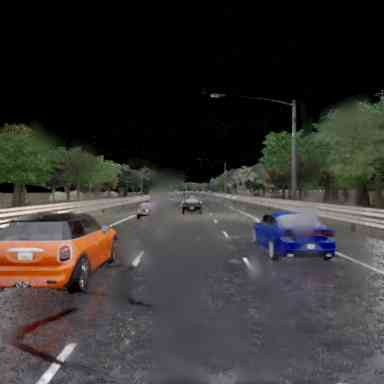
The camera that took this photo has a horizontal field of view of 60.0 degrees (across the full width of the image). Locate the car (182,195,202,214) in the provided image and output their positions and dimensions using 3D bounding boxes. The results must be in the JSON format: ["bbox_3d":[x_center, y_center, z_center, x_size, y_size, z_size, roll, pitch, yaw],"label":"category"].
[{"bbox_3d":[-0.007,1.373,34.229,1.882,1.535,5.008,0,0,0],"label":"car"}]

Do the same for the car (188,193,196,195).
[{"bbox_3d":[0.096,1.350,50.836,1.837,1.490,4.892,0,1,0],"label":"car"}]

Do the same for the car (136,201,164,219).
[{"bbox_3d":[-3.402,1.462,27.669,2.033,1.411,5.357,0,0,0],"label":"car"}]

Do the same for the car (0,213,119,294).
[{"bbox_3d":[-3.400,1.324,8.905,2.097,1.767,4.553,0,0,0],"label":"car"}]

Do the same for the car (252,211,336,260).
[{"bbox_3d":[3.500,1.441,12.259,1.882,1.535,5.008,0,0,0],"label":"car"}]
